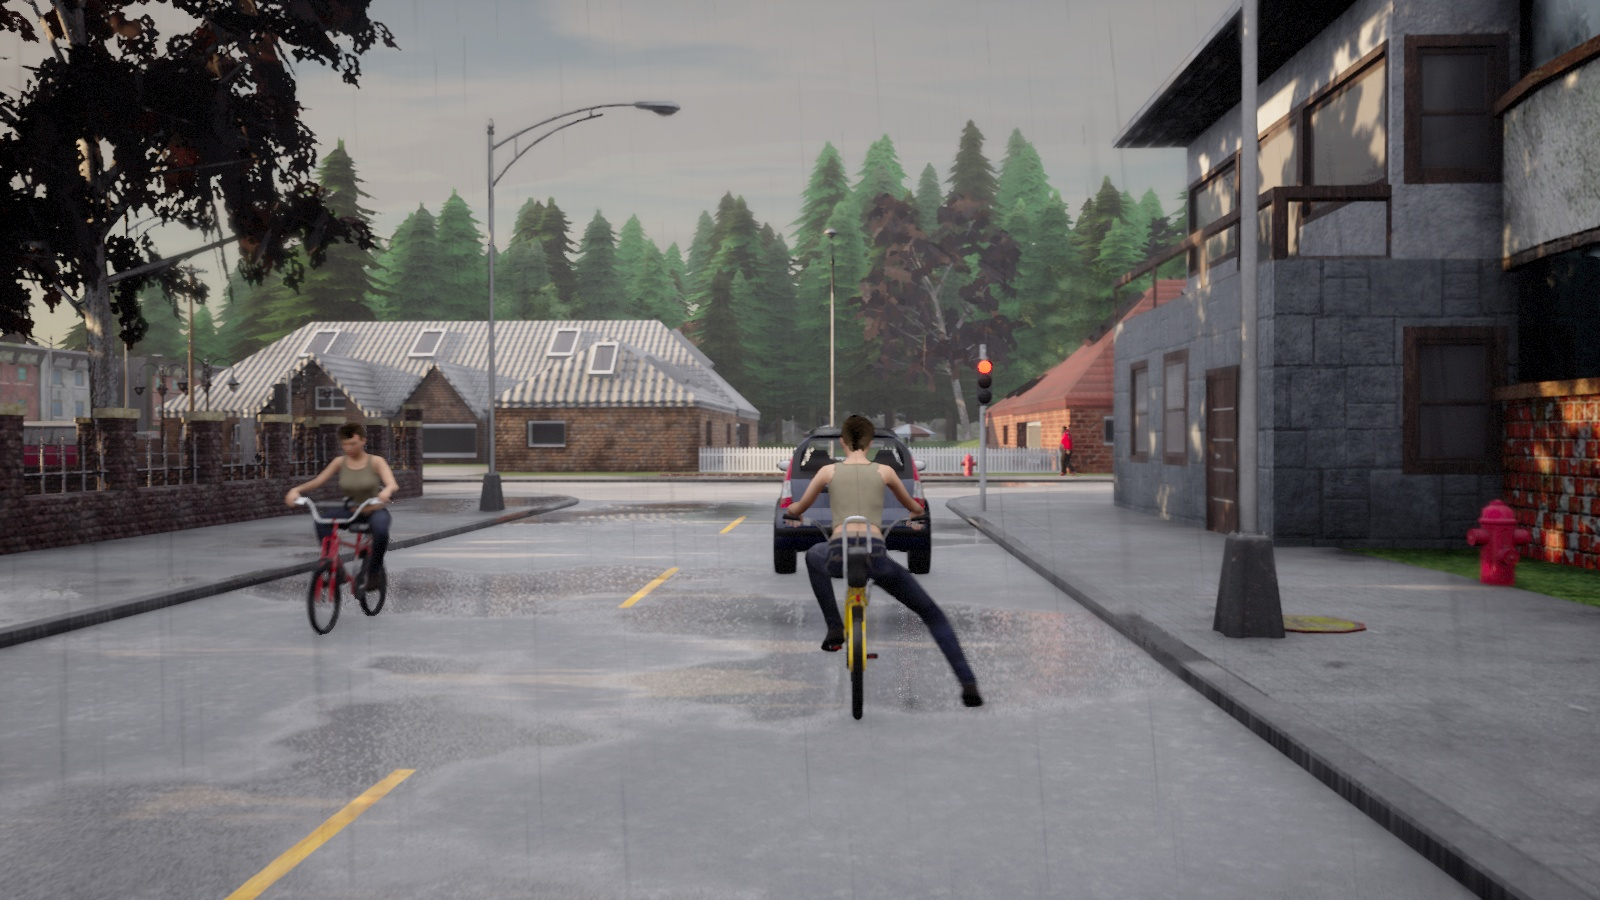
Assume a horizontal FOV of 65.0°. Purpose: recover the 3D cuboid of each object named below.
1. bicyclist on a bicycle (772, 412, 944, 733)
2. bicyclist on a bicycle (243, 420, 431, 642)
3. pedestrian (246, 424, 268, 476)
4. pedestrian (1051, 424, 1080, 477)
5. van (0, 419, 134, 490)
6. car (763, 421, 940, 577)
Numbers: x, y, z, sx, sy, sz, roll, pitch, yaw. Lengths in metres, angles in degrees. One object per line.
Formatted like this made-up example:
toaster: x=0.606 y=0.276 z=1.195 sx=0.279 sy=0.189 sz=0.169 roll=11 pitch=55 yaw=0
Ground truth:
bicyclist on a bicycle: x=0.313 y=0.610 z=7.072 sx=0.866 sy=1.612 sz=1.509 roll=0 pitch=1 yaw=2
bicyclist on a bicycle: x=-3.593 y=0.579 z=9.893 sx=0.866 sy=1.612 sz=1.509 roll=0 pitch=1 yaw=2
pedestrian: x=-19.346 y=-0.011 z=44.719 sx=0.634 sy=1.846 sz=0.331 roll=0 pitch=1 yaw=1
pedestrian: x=9.276 y=0.009 z=43.909 sx=0.899 sy=1.844 sz=0.634 roll=0 pitch=1 yaw=0
van: x=-21.845 y=0.119 z=36.110 sx=4.442 sy=1.987 sz=1.775 roll=0 pitch=1 yaw=1
car: x=0.614 y=0.489 z=15.107 sx=1.851 sy=1.617 sz=3.988 roll=0 pitch=1 yaw=2
